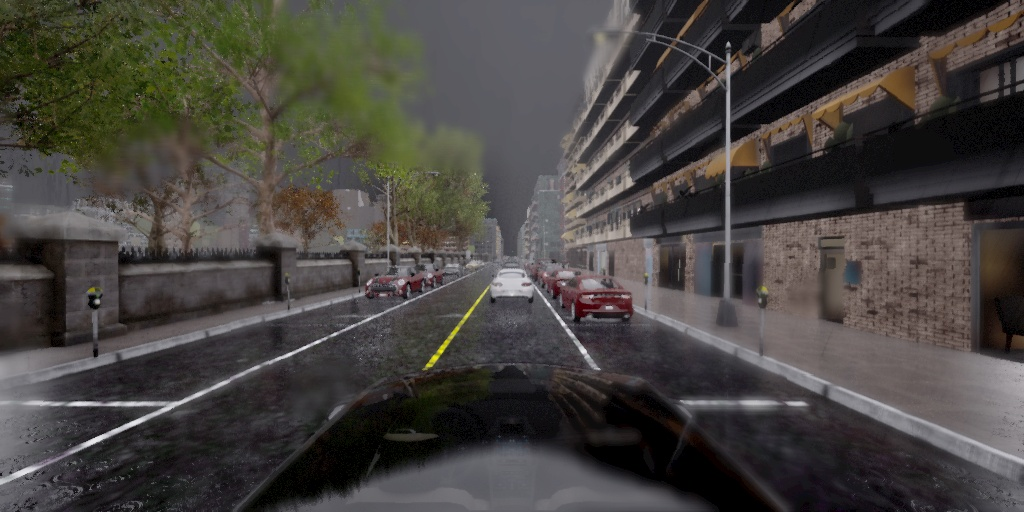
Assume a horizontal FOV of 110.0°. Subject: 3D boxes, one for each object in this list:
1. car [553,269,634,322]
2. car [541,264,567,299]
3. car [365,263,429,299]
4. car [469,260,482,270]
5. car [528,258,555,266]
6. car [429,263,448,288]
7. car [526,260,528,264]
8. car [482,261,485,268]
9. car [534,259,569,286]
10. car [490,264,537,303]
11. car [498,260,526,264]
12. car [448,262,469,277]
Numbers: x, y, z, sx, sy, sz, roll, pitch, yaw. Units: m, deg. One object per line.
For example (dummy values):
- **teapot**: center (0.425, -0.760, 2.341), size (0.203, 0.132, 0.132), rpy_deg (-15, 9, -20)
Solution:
- **car**: center (2.692, 1.293, 12.145), size (1.888, 1.381, 4.507), rpy_deg (0, 0, 0)
- **car**: center (2.691, 1.295, 17.775), size (1.888, 1.381, 4.507), rpy_deg (0, 0, 0)
- **car**: center (-5.689, 1.190, 17.775), size (1.967, 1.591, 4.097), rpy_deg (0, 0, 0)
- **car**: center (-5.689, 1.295, 51.385), size (1.751, 1.417, 4.829), rpy_deg (0, 0, 0)
- **car**: center (2.691, 1.069, 29.034), size (2.192, 1.841, 5.009), rpy_deg (0, 0, 0)
- **car**: center (-5.689, 1.192, 23.403), size (1.967, 1.591, 4.097), rpy_deg (0, 0, 0)
- **car**: center (2.691, 1.197, 34.666), size (1.967, 1.591, 4.097), rpy_deg (0, 0, 0)
- **car**: center (-5.689, 1.326, 57.185), size (2.007, 1.370, 4.403), rpy_deg (0, 0, 0)
- **car**: center (2.691, 1.192, 23.404), size (1.967, 1.591, 4.097), rpy_deg (0, 0, 0)
- **car**: center (0.000, 1.283, 16.501), size (1.812, 1.442, 4.674), rpy_deg (0, 0, 0)
- **car**: center (0.000, 1.273, 31.501), size (1.837, 1.490, 4.892), rpy_deg (0, 0, 0)
- **car**: center (-5.689, 1.308, 34.665), size (2.007, 1.370, 4.403), rpy_deg (0, 0, 0)
